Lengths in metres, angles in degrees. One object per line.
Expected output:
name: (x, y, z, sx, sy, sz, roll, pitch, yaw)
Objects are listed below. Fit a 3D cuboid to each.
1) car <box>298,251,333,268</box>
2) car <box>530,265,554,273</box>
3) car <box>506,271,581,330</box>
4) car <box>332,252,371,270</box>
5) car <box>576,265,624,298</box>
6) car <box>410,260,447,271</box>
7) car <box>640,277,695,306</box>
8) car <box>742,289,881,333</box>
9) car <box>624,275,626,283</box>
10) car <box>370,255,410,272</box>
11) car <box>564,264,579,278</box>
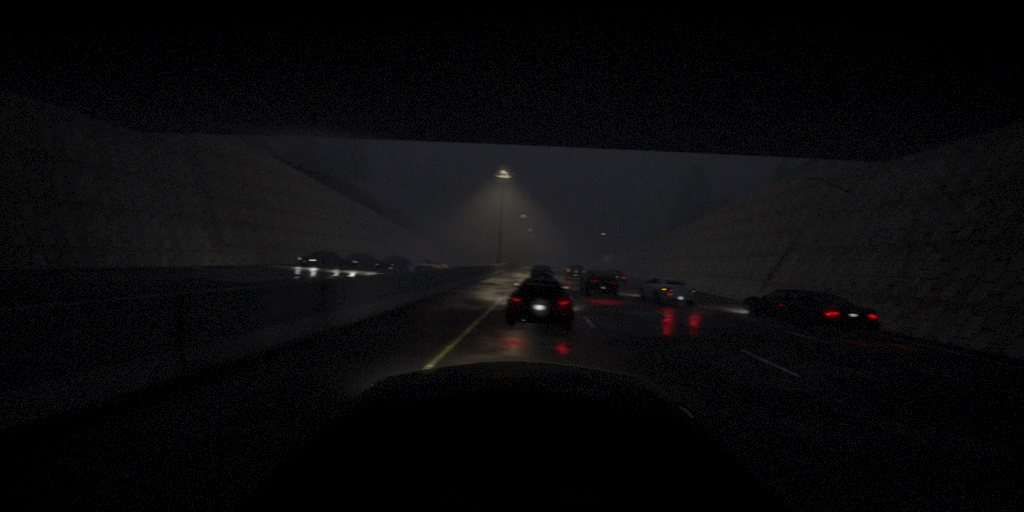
car: (-18.257, 0.283, 34.376, 1.837, 1.490, 4.892, 3, -1, 5)
car: (2.548, 1.506, 30.361, 1.882, 1.535, 5.008, 3, 0, 5)
car: (0.938, 1.414, 11.890, 1.994, 1.385, 4.181, 3, 0, 5)
car: (-14.725, 0.471, 34.570, 1.882, 1.535, 5.008, 3, -1, 5)
car: (5.387, 1.646, 22.697, 1.882, 1.535, 5.008, 3, 0, 5)
car: (-7.737, 1.022, 34.307, 1.895, 1.301, 4.718, 3, 0, 5)
car: (8.673, 1.885, 20.236, 1.812, 1.442, 4.674, 3, 0, 5)
car: (11.689, 2.066, 14.543, 2.033, 1.411, 5.357, 3, 0, 5)
car: (10.058, 2.061, 36.091, 2.033, 1.411, 5.357, 3, 0, 5)
car: (-11.235, 0.685, 34.367, 1.882, 1.535, 5.008, 3, -1, 5)
car: (6.812, 1.678, 38.975, 2.097, 1.767, 4.553, 3, 0, 5)
